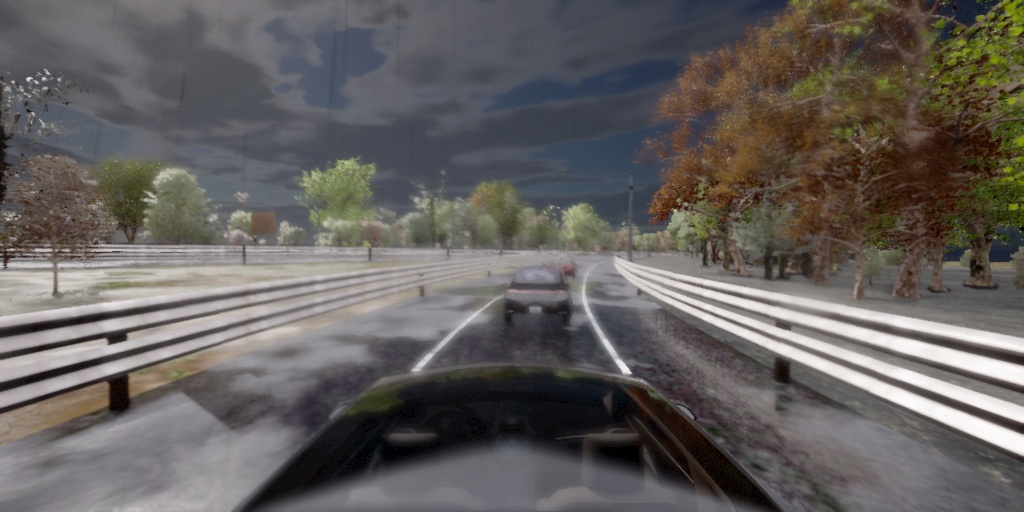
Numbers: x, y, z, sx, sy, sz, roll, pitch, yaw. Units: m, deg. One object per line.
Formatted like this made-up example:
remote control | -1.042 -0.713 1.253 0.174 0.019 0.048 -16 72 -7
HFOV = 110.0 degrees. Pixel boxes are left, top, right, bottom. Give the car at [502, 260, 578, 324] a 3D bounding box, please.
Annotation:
car | 0.887 1.049 11.154 2.128 1.511 4.902 0 1 7

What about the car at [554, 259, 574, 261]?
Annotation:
car | 3.841 0.851 26.643 1.895 1.301 4.718 0 1 14
